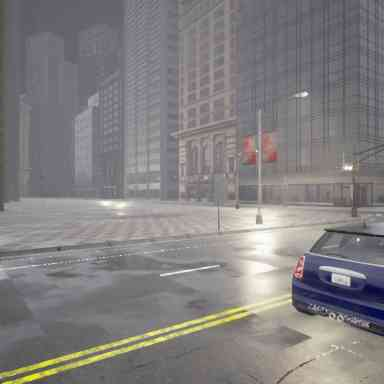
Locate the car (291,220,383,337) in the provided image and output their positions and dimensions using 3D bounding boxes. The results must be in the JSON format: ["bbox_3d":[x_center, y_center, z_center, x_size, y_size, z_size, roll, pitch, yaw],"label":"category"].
[{"bbox_3d":[3.992,1.352,6.303,4.553,1.767,2.097,0,0,-36],"label":"car"}]
